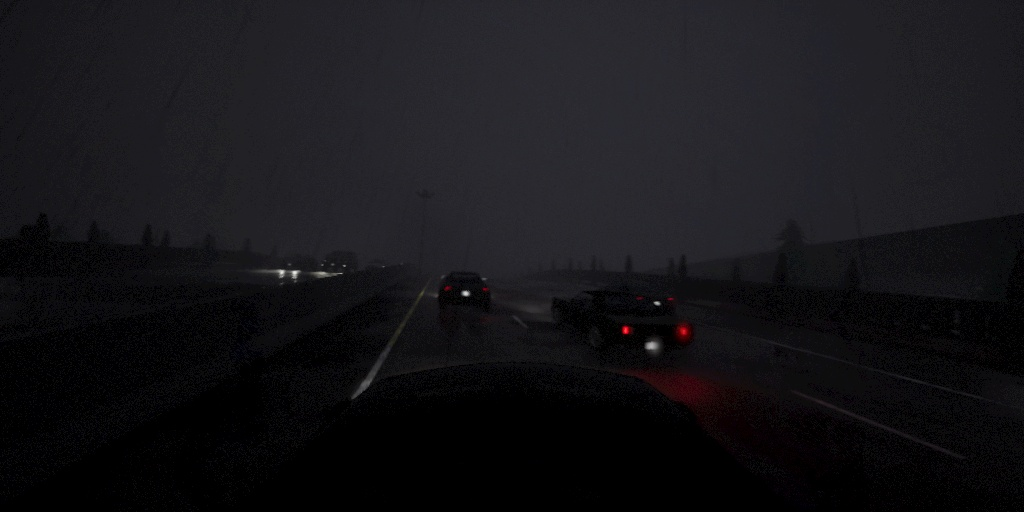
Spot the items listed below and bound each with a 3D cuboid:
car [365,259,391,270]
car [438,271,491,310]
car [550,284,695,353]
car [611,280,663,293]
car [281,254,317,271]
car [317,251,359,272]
[{"bbox_3d":[-12.994,1.018,35.051,1.812,1.442,4.674,3,-3,-10],"label":"car"},{"bbox_3d":[-2.021,1.313,14.874,1.994,1.385,4.181,3,-1,-11],"label":"car"},{"bbox_3d":[2.511,1.565,9.593,1.895,1.301,4.718,3,-1,-11],"label":"car"},{"bbox_3d":[5.004,1.724,15.315,1.994,1.385,4.181,3,-1,-11],"label":"car"},{"bbox_3d":[-19.860,0.574,33.759,2.128,1.511,4.902,3,-3,-10],"label":"car"},{"bbox_3d":[-16.458,0.505,34.689,2.150,2.045,5.566,3,-3,-10],"label":"car"}]
